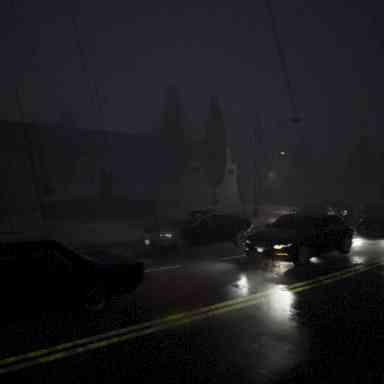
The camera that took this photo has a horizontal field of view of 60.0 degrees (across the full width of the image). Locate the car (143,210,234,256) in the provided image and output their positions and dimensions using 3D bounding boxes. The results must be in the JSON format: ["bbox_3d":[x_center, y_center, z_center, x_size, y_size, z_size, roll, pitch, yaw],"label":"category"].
[{"bbox_3d":[0.346,1.475,13.160,4.902,1.511,2.128,0,0,-39],"label":"car"}]

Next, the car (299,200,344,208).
[{"bbox_3d":[7.437,1.454,20.353,2.128,1.511,4.902,0,0,36],"label":"car"}]

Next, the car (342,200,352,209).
[{"bbox_3d":[10.397,1.357,24.101,2.097,1.767,4.553,0,0,31],"label":"car"}]

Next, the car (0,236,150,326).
[{"bbox_3d":[-3.345,1.600,5.945,4.718,1.301,1.895,0,0,-36],"label":"car"}]

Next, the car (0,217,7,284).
[{"bbox_3d":[-7.166,1.482,7.525,5.008,1.535,1.882,0,0,-36],"label":"car"}]

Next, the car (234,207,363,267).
[{"bbox_3d":[3.866,1.484,11.559,4.892,1.490,1.837,0,0,-41],"label":"car"}]

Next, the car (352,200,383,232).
[{"bbox_3d":[10.717,1.436,18.897,1.882,1.535,5.008,0,0,35],"label":"car"}]
